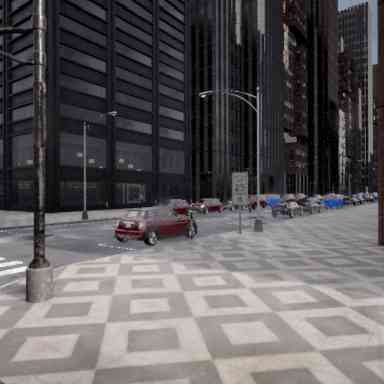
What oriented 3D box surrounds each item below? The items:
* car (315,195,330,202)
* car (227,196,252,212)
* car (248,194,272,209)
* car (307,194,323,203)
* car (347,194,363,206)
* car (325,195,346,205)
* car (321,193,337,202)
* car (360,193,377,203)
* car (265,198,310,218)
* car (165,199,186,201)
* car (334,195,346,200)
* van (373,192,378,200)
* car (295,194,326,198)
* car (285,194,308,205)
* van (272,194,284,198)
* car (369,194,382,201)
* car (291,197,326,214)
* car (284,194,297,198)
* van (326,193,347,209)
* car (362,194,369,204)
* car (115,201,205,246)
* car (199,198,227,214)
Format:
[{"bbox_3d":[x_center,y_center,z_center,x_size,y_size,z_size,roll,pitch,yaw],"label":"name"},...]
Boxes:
[{"bbox_3d":[27.619,1.407,70.260,2.008,1.369,4.403,0,0,36],"label":"car"},{"bbox_3d":[4.697,1.481,38.379,2.008,1.369,4.403,0,0,36],"label":"car"},{"bbox_3d":[7.971,1.233,42.933,2.192,1.841,5.009,0,0,36],"label":"car"},{"bbox_3d":[24.344,1.305,65.706,1.967,1.590,4.097,0,0,36],"label":"car"},{"bbox_3d":[24.726,1.420,51.633,1.947,1.339,4.313,0,0,36],"label":"car"},{"bbox_3d":[23.713,1.351,54.781,2.128,1.511,4.902,0,0,35],"label":"car"},{"bbox_3d":[30.893,1.162,74.814,2.192,1.841,5.009,0,0,36],"label":"car"},{"bbox_3d":[34.549,1.370,65.296,1.887,1.381,4.507,0,0,36],"label":"car"},{"bbox_3d":[8.354,1.463,28.862,2.008,1.369,4.403,0,0,36],"label":"car"},{"bbox_3d":[-1.853,1.397,29.270,1.967,1.590,4.097,0,0,36],"label":"car"},{"bbox_3d":[37.443,1.396,83.923,1.947,1.339,4.313,0,0,36],"label":"car"},{"bbox_3d":[37.823,1.157,69.850,1.690,1.788,3.998,0,0,36],"label":"van"},{"bbox_3d":[15.475,1.365,43.329,1.882,1.535,5.008,0,0,36],"label":"car"},{"bbox_3d":[17.794,1.199,56.596,2.192,1.841,5.009,0,0,36],"label":"car"},{"bbox_3d":[11.245,1.247,47.487,1.690,1.788,3.998,0,0,36],"label":"van"},{"bbox_3d":[41.098,1.247,74.404,1.967,1.590,4.097,0,0,36],"label":"car"},{"bbox_3d":[11.629,1.465,33.417,1.947,1.339,4.313,0,0,36],"label":"car"},{"bbox_3d":[14.520,1.210,52.042,2.192,1.841,5.009,0,0,36],"label":"car"},{"bbox_3d":[18.177,1.217,42.525,1.690,1.788,3.998,0,0,36],"label":"van"},{"bbox_3d":[28.000,1.409,56.187,1.947,1.339,4.313,0,0,36],"label":"car"},{"bbox_3d":[-1.469,1.393,15.200,1.967,1.590,4.097,0,0,36],"label":"car"},{"bbox_3d":[1.422,1.383,33.824,1.967,1.590,4.097,0,0,36],"label":"car"}]
